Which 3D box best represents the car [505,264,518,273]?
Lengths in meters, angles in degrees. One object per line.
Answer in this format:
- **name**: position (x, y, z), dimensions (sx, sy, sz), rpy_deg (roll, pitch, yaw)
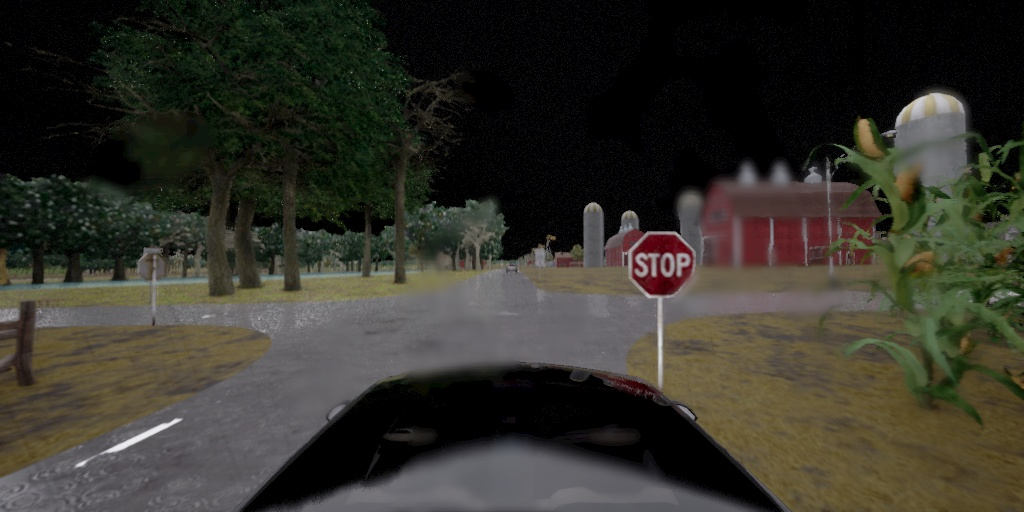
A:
- **car**: position (-0.045, 2.099, 60.513), dimensions (2.128, 1.511, 4.902), rpy_deg (0, -1, 0)
